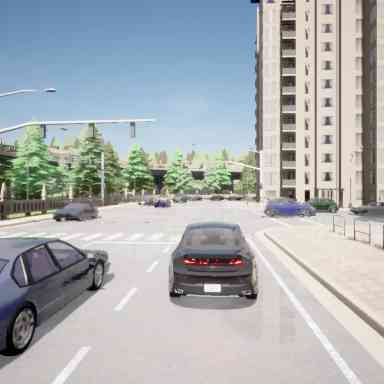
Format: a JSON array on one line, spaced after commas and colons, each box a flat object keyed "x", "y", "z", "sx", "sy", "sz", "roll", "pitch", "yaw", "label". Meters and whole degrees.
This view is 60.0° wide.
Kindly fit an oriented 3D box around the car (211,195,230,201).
[{"x": 6.516, "y": 1.500, "z": 81.321, "sx": 1.837, "sy": 1.490, "sz": 4.892, "roll": 0, "pitch": 0, "yaw": 38, "label": "car"}]

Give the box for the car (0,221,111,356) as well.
[{"x": -3.138, "y": 1.547, "z": 6.033, "sx": 2.033, "sy": 1.411, "sz": 5.357, "roll": 0, "pitch": 0, "yaw": 4, "label": "car"}]

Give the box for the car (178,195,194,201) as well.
[{"x": -1.497, "y": 1.552, "z": 81.851, "sx": 1.994, "sy": 1.385, "sz": 4.181, "roll": 0, "pitch": 0, "yaw": 29, "label": "car"}]

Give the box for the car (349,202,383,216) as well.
[{"x": 18.355, "y": 1.656, "z": 33.188, "sx": 4.718, "sy": 1.301, "sz": 1.895, "roll": 0, "pitch": 0, "yaw": 3, "label": "car"}]

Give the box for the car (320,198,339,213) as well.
[{"x": 13.756, "y": 1.407, "z": 36.988, "sx": 4.553, "sy": 1.767, "sz": 2.097, "roll": 0, "pitch": 0, "yaw": 5, "label": "car"}]

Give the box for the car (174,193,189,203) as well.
[{"x": -2.441, "y": 1.224, "z": 68.367, "sx": 2.150, "sy": 2.045, "sz": 5.566, "roll": 0, "pitch": 0, "yaw": 6, "label": "car"}]

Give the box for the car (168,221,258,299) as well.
[{"x": 0.546, "y": 1.505, "z": 8.488, "sx": 1.837, "sy": 1.490, "sz": 4.892, "roll": 0, "pitch": 0, "yaw": 4, "label": "car"}]

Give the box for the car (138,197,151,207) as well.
[{"x": -7.253, "y": 1.491, "z": 52.548, "sx": 2.128, "sy": 1.511, "sz": 4.902, "roll": 0, "pitch": 0, "yaw": 4, "label": "car"}]

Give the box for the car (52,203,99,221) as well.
[{"x": -8.988, "y": 1.547, "z": 26.258, "sx": 2.033, "sy": 1.411, "sz": 5.357, "roll": 0, "pitch": 0, "yaw": 4, "label": "car"}]

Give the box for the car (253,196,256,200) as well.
[{"x": 18.878, "y": 1.524, "z": 91.019, "sx": 4.674, "sy": 1.442, "sz": 1.812, "roll": 0, "pitch": 0, "yaw": -20, "label": "car"}]

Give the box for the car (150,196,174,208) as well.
[{"x": -4.145, "y": 1.600, "z": 46.636, "sx": 1.895, "sy": 1.301, "sz": 4.718, "roll": 0, "pitch": 0, "yaw": 4, "label": "car"}]

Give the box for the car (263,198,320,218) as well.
[{"x": 8.761, "y": 1.405, "z": 30.200, "sx": 4.553, "sy": 1.767, "sz": 2.097, "roll": 0, "pitch": 0, "yaw": 8, "label": "car"}]

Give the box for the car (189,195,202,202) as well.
[{"x": 0.780, "y": 1.525, "z": 78.694, "sx": 2.128, "sy": 1.511, "sz": 4.902, "roll": 0, "pitch": 0, "yaw": 24, "label": "car"}]

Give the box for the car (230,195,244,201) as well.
[{"x": 10.786, "y": 1.525, "z": 81.047, "sx": 2.128, "sy": 1.511, "sz": 4.902, "roll": 0, "pitch": 0, "yaw": 43, "label": "car"}]
